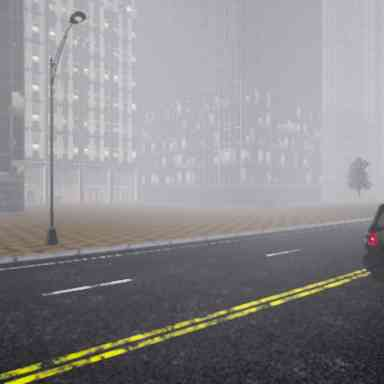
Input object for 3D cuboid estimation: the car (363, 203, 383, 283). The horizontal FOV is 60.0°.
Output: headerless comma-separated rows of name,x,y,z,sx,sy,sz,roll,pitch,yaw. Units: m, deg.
car,6.473,1.211,8.402,5.566,2.045,2.150,0,0,-38
